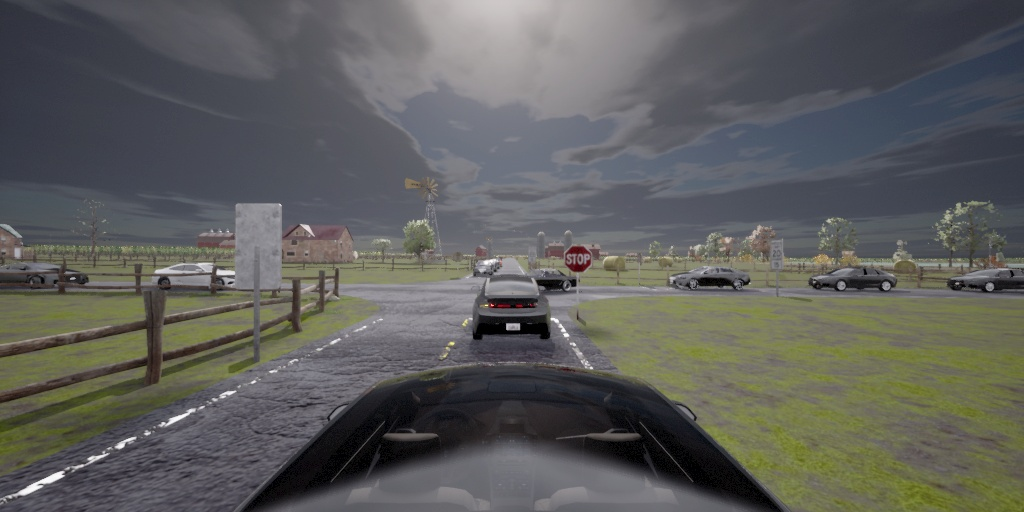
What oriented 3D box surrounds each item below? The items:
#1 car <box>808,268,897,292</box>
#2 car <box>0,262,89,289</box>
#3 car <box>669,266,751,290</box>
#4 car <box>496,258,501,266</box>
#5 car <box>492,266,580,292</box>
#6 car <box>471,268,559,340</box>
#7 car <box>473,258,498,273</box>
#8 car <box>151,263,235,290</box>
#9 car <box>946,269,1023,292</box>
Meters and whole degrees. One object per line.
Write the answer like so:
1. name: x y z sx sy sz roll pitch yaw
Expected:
1. car: 22.194 1.502 23.483 4.892 1.490 1.837 1 -1 -1
2. car: -26.369 1.051 19.858 4.181 1.385 1.994 1 -1 -1
3. car: 12.792 1.400 23.309 4.902 1.511 2.128 1 -1 -2
4. car: -2.865 1.248 46.163 2.128 1.511 4.902 0 0 0
5. car: 1.494 1.372 20.077 4.718 1.301 1.895 1 0 -35
6. car: -0.076 1.257 10.031 1.837 1.490 4.892 0 0 -2
7. car: -2.870 1.248 36.717 2.128 1.511 4.902 0 0 0
8. car: -17.249 1.106 19.982 4.674 1.442 1.812 1 -1 -1
9. car: 31.696 1.590 23.607 4.892 1.490 1.837 1 -1 -1
